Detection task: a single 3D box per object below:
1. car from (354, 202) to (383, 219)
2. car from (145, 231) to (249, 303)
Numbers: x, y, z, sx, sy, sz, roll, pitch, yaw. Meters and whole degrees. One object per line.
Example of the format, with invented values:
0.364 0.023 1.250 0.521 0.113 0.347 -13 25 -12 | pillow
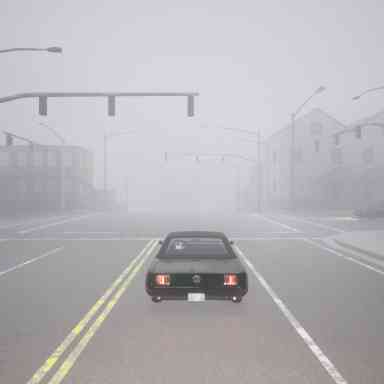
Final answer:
16.029 1.564 28.152 4.181 1.385 1.994 0 0 0 | car
0.103 1.601 8.187 1.895 1.301 4.718 0 0 0 | car
